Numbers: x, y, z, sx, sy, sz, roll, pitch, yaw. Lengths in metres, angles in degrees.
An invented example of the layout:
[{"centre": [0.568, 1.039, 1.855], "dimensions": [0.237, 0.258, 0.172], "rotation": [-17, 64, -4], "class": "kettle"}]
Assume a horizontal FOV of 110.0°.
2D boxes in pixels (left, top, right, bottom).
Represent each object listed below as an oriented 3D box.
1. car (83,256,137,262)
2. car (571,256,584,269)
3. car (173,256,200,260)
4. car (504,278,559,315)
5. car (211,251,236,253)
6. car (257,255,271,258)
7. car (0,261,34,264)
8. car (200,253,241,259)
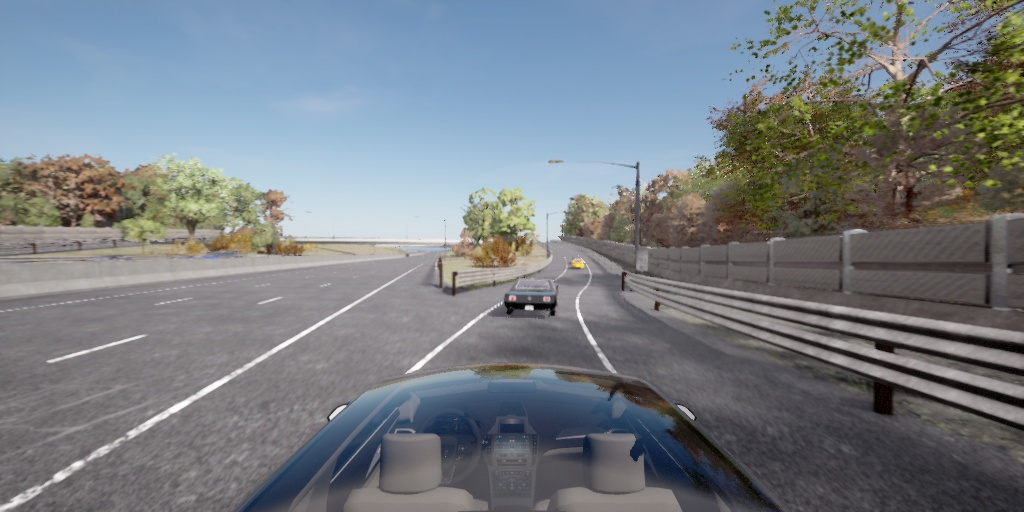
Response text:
[{"centre": [-36.564, 0.723, 32.487], "dimensions": [2.128, 1.511, 4.902], "rotation": [0, 0, -11], "class": "car"}, {"centre": [10.373, 1.220, 56.789], "dimensions": [1.882, 1.535, 5.008], "rotation": [1, 3, 9], "class": "car"}, {"centre": [-33.997, 0.712, 37.656], "dimensions": [2.128, 1.511, 4.902], "rotation": [0, 0, -11], "class": "car"}, {"centre": [0.957, 1.558, 14.723], "dimensions": [1.895, 1.301, 4.718], "rotation": [1, -1, 9], "class": "car"}, {"centre": [-39.743, 0.335, 48.837], "dimensions": [2.150, 2.045, 5.566], "rotation": [0, 0, -11], "class": "car"}, {"centre": [-37.071, 0.632, 53.396], "dimensions": [1.812, 1.442, 4.674], "rotation": [0, 0, -11], "class": "car"}, {"centre": [-26.760, 0.955, 18.910], "dimensions": [1.994, 1.385, 4.181], "rotation": [0, 0, -11], "class": "car"}, {"centre": [-30.601, 0.745, 38.508], "dimensions": [1.837, 1.490, 4.892], "rotation": [0, 0, -11], "class": "car"}]
